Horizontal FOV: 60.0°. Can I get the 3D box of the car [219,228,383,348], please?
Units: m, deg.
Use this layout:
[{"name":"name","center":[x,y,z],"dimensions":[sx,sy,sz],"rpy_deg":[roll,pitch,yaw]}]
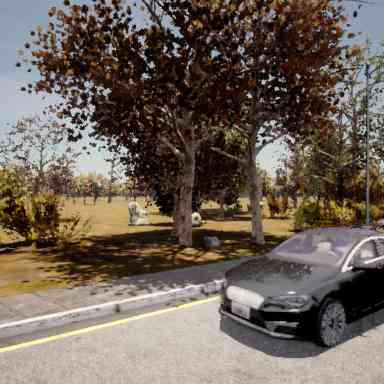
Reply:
[{"name":"car","center":[2.706,1.493,6.382],"dimensions":[4.902,1.511,2.128],"rpy_deg":[0,0,-36]}]
